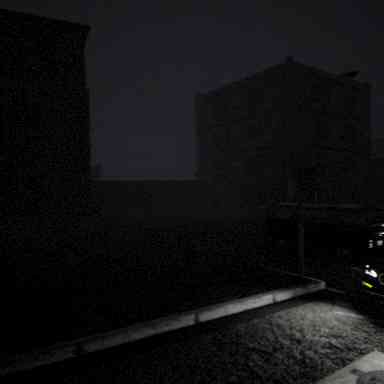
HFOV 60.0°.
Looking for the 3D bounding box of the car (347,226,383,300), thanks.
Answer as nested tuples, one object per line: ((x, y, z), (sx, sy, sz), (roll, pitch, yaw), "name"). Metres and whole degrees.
((5.740, 1.602, 7.458), (4.892, 1.490, 1.837), (2, -1, -35), "car")

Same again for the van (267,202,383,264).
((4.861, 1.397, 12.598), (1.878, 1.987, 4.442), (2, -1, -35), "van")
